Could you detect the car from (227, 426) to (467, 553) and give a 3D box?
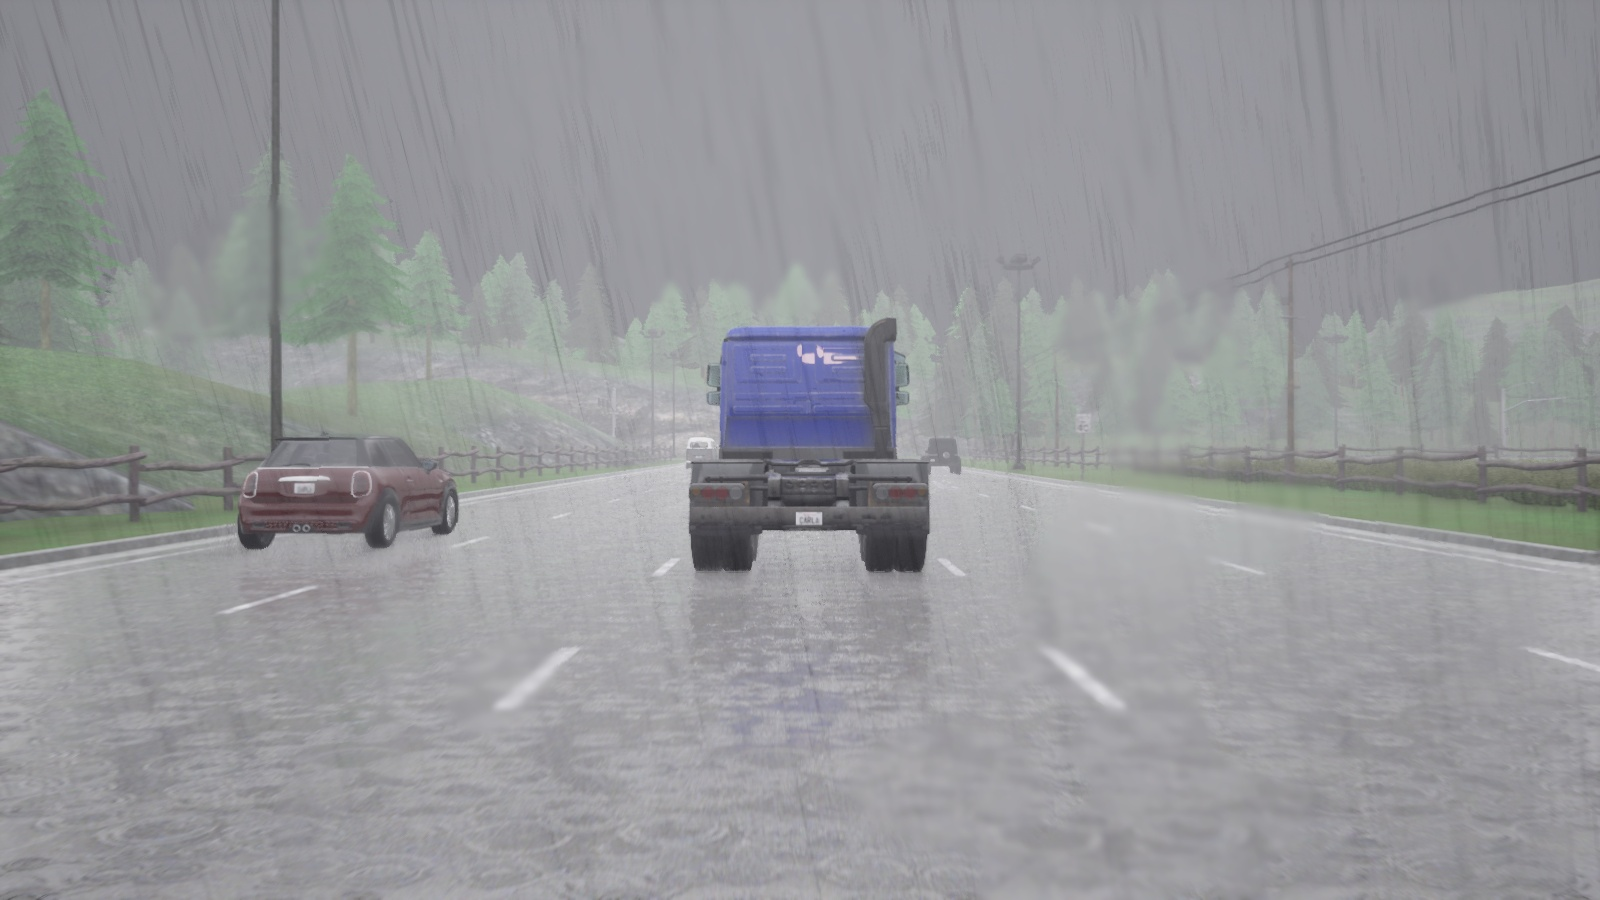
[{"bbox_3d":[-6.872,0.532,19.665,2.097,1.767,4.553,0,0,0],"label":"car"}]

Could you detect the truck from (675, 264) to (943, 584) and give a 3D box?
[{"bbox_3d":[0.117,-0.296,17.542,2.891,3.462,7.936,0,0,0],"label":"truck"}]

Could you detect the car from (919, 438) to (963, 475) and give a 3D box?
[{"bbox_3d":[7.394,0.317,66.082,1.905,1.878,3.866,0,0,0],"label":"car"}]

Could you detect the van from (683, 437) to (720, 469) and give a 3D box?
[{"bbox_3d":[-6.508,0.172,83.220,2.069,2.038,4.480,0,0,0],"label":"van"}]
